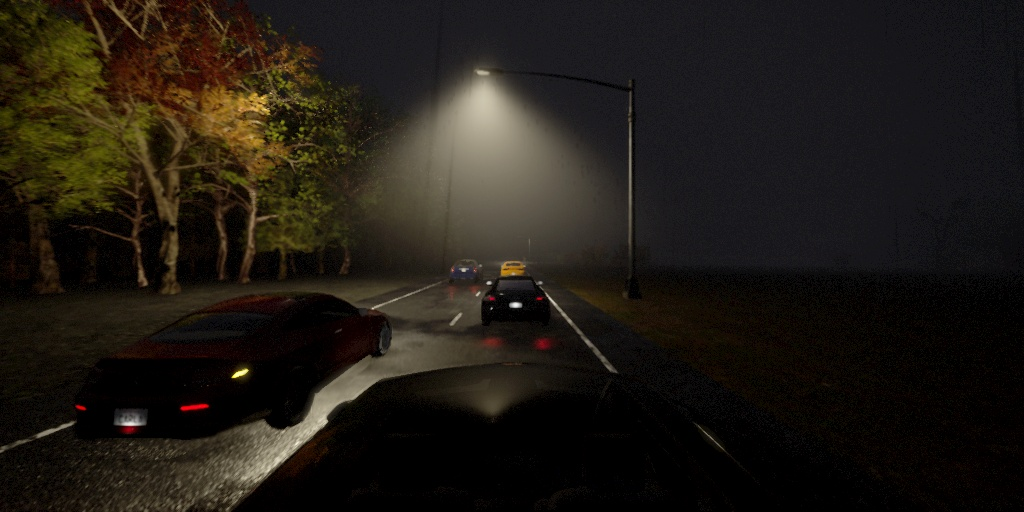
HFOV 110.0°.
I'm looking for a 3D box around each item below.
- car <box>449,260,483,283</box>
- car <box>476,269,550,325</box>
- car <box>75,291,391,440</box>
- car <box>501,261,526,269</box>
[{"bbox_3d":[-3.399,1.046,27.364,2.097,1.767,4.553,0,0,0],"label":"car"},{"bbox_3d":[0.100,1.293,11.710,1.994,1.385,4.181,0,0,0],"label":"car"},{"bbox_3d":[-3.399,1.268,5.501,1.812,1.442,4.674,0,0,0],"label":"car"},{"bbox_3d":[0.101,1.167,29.293,1.882,1.535,5.008,0,0,0],"label":"car"}]
